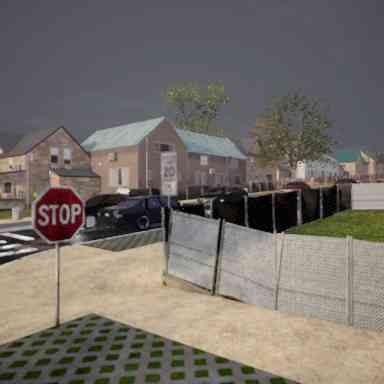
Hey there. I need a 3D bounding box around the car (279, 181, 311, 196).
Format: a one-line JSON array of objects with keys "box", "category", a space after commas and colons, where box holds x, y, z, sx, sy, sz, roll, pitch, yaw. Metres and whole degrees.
[{"box": [10.663, -0.364, 34.258, 1.812, 1.442, 4.674, 0, 3, 41], "category": "car"}]

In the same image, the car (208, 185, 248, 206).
[{"box": [2.336, 0.296, 24.737, 1.837, 1.490, 4.892, 0, 3, 41], "category": "car"}]

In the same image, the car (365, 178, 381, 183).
[{"box": [24.675, -1.269, 46.000, 1.895, 1.301, 4.718, 0, 3, 41], "category": "car"}]

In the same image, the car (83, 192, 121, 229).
[{"box": [-4.373, 0.821, 16.987, 1.882, 1.535, 5.008, 0, 3, 40], "category": "car"}]

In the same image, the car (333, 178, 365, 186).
[{"box": [17.786, -0.818, 38.044, 1.882, 1.535, 5.008, 0, 3, 42], "category": "car"}]

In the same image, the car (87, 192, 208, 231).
[{"box": [-1.852, 0.860, 15.606, 2.033, 1.411, 5.357, 0, 3, 41], "category": "car"}]
